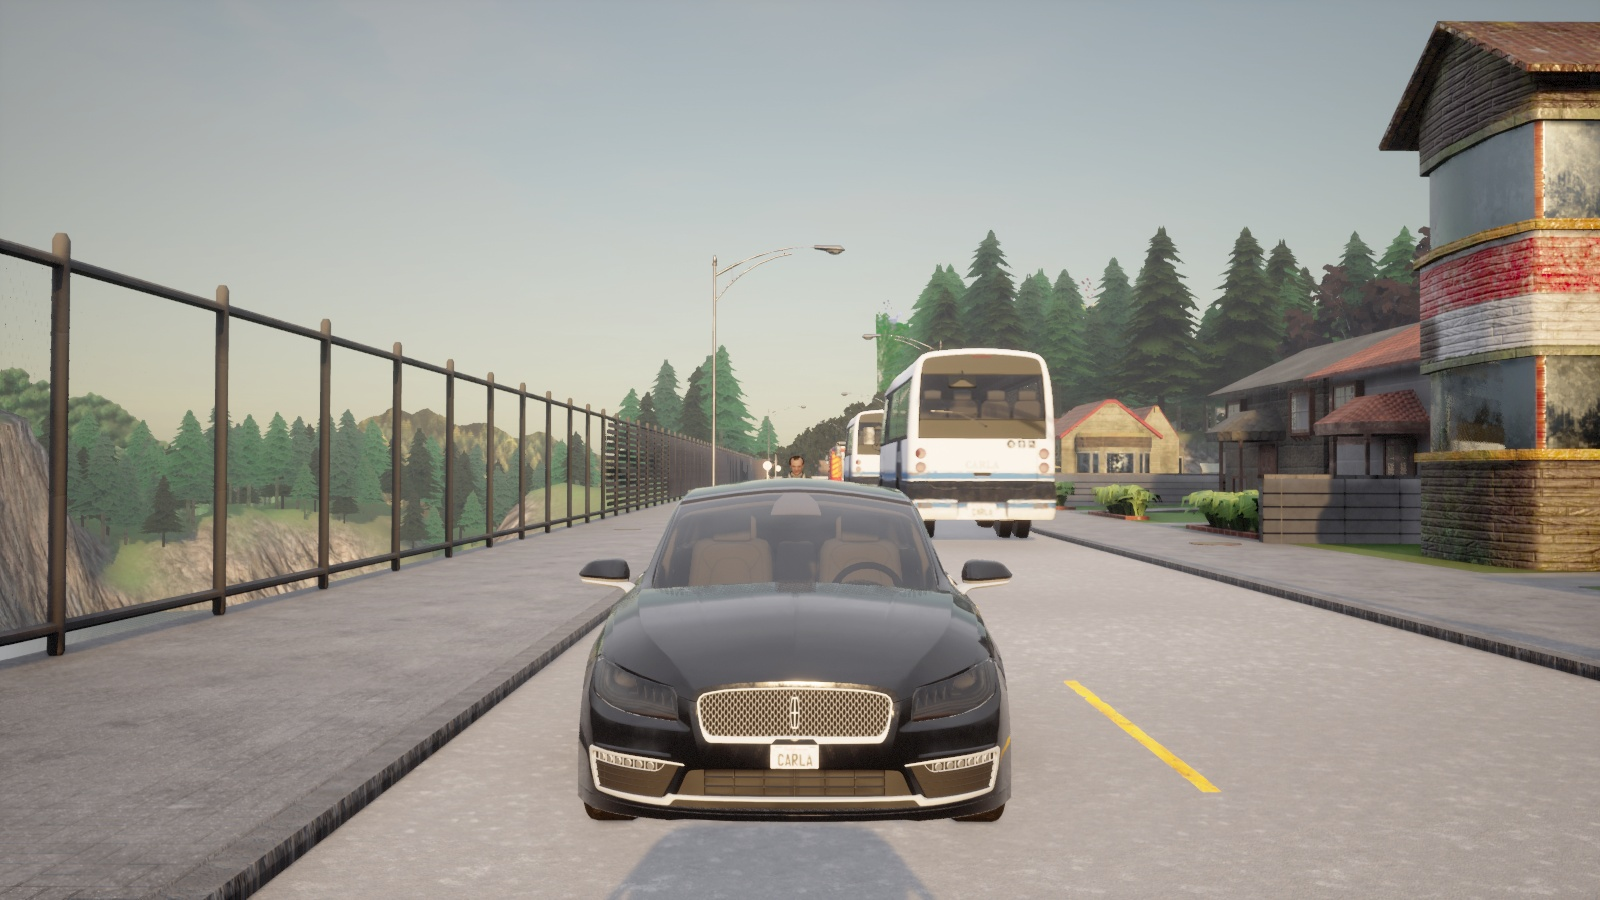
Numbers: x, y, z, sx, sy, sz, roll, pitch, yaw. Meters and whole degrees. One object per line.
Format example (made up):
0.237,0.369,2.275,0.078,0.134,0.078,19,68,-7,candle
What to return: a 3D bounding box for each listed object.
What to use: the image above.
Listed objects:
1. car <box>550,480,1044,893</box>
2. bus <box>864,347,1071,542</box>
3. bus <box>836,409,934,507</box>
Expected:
-0.017,0.939,7.131,1.837,1.490,4.892,0,-1,0,car
3.918,-0.032,32.568,3.944,4.253,10.273,0,-1,0,bus
3.853,0.428,60.046,3.944,4.253,10.273,0,-1,0,bus
